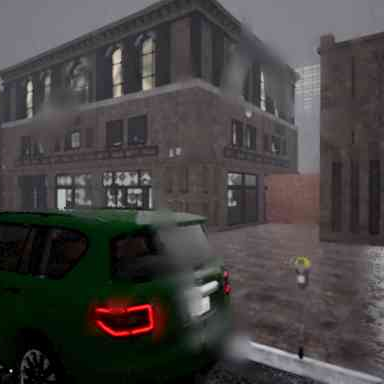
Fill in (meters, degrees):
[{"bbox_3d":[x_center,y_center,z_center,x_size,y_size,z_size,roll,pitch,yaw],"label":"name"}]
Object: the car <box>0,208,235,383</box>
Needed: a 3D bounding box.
[{"bbox_3d":[-2.089,1.260,4.890,5.566,2.045,2.150,-1,0,36],"label":"car"}]
